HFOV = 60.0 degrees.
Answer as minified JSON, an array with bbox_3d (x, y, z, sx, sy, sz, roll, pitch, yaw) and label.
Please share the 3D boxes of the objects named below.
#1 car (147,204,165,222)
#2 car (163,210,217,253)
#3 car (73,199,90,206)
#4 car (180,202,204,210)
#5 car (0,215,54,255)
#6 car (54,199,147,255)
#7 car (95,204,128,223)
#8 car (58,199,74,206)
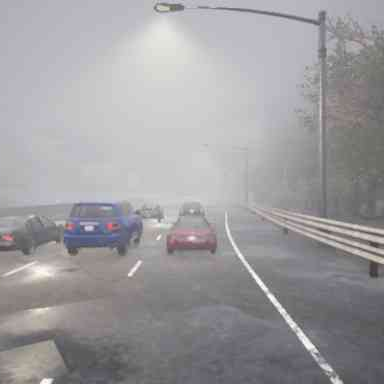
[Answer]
[{"bbox_3d":[-3.502,1.780,29.291,2.128,1.511,4.902,0,0,0],"label":"car"},{"bbox_3d":[0.000,1.701,14.290,1.994,1.385,4.181,0,-1,0],"label":"car"},{"bbox_3d":[-24.517,2.314,73.910,2.033,1.411,5.357,0,-1,0],"label":"car"},{"bbox_3d":[-0.004,1.635,29.077,2.097,1.767,4.553,0,-1,0],"label":"car"},{"bbox_3d":[-7.002,1.682,13.987,2.033,1.411,5.357,0,-1,0],"label":"car"},{"bbox_3d":[-3.503,1.352,14.030,2.150,2.045,5.566,0,0,0],"label":"car"},{"bbox_3d":[-7.001,1.814,29.373,1.812,1.442,4.674,0,0,0],"label":"car"},{"bbox_3d":[-28.017,2.326,73.909,1.994,1.385,4.181,0,-1,0],"label":"car"}]
